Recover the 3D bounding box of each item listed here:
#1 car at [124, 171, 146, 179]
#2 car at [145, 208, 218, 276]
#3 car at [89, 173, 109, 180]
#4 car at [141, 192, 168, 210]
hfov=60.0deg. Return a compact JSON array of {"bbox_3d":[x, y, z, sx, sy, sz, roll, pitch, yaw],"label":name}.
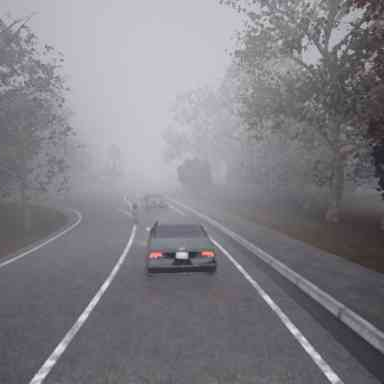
[{"bbox_3d":[-13.828,-4.134,80.592,5.566,2.045,2.150,2,6,26],"label":"car"},{"bbox_3d":[-0.431,1.453,10.108,2.033,1.411,5.357,0,1,-5],"label":"car"},{"bbox_3d":[-22.264,-3.850,79.524,4.553,1.767,2.097,-1,5,-1],"label":"car"},{"bbox_3d":[-3.274,0.747,28.436,2.033,1.411,5.357,-1,4,-13],"label":"car"}]
